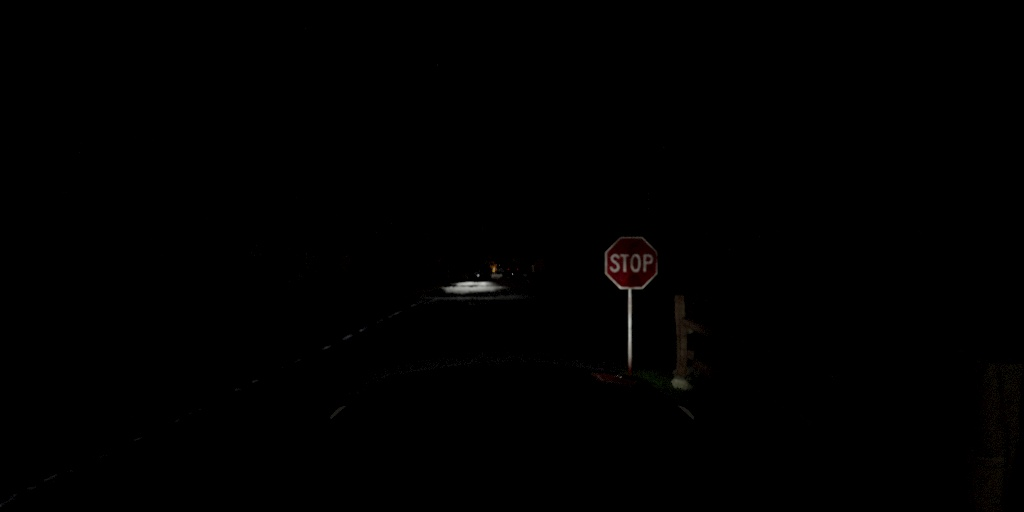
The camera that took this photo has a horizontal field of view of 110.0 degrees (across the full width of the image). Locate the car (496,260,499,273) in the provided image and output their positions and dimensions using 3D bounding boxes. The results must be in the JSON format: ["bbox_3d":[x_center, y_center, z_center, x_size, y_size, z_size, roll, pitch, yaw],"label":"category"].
[{"bbox_3d":[-2.884,1.455,44.901,1.882,1.535,5.008,0,0,0],"label":"car"}]

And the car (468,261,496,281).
[{"bbox_3d":[-2.873,1.411,32.915,2.128,1.511,4.902,0,0,0],"label":"car"}]

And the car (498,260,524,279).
[{"bbox_3d":[0.075,1.419,34.570,2.128,1.511,4.902,0,0,0],"label":"car"}]

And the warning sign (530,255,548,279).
[{"bbox_3d":[2.427,1.021,30.246,1.300,1.860,1.060,0,0,0],"label":"warning sign"}]

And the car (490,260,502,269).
[{"bbox_3d":[-2.818,1.562,64.897,1.837,1.490,4.892,0,-1,0],"label":"car"}]
